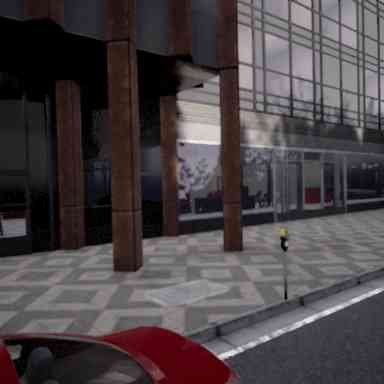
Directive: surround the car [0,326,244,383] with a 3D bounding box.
[{"bbox_3d":[-1.693,1.565,1.316,4.507,1.381,1.887,-2,1,-36],"label":"car"}]
